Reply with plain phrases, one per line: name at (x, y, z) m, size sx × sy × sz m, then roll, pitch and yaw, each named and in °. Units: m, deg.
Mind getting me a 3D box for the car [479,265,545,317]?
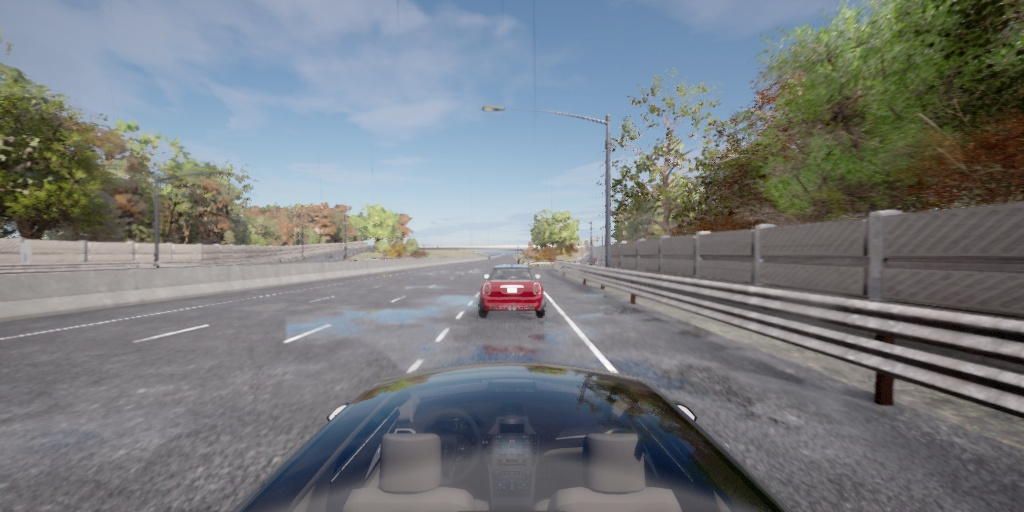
car at (0.004, 1.091, 13.295) m, size 2.097 × 1.767 × 4.553 m, roll 0°, pitch 0°, yaw 0°
